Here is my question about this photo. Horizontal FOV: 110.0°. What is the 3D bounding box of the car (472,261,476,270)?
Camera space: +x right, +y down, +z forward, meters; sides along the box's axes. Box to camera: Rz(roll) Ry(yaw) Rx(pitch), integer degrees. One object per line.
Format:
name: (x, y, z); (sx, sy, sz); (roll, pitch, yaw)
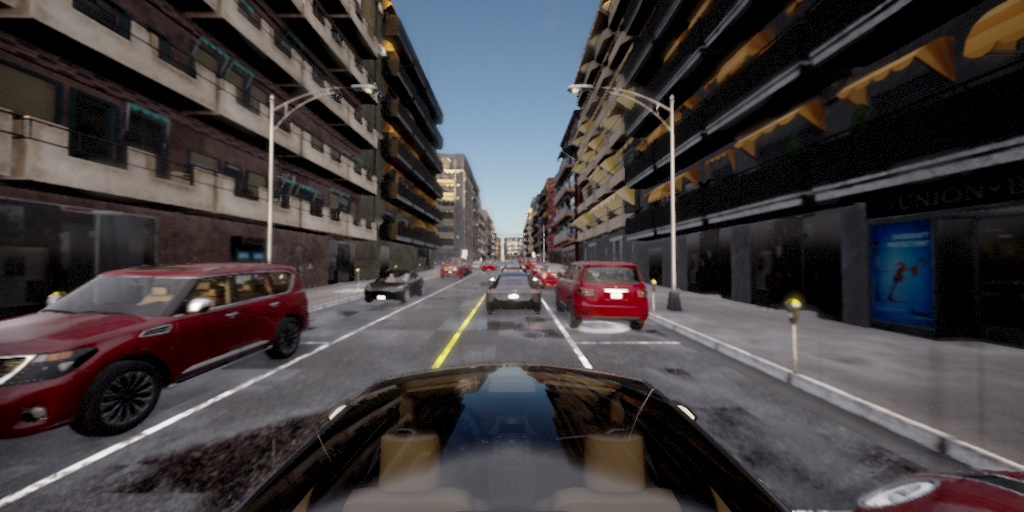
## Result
car: (-5.315, 1.317, 38.873); (1.888, 1.381, 4.507); (0, 0, 0)

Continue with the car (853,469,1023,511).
car: (2.576, 1.191, 0.100); (1.967, 1.591, 4.097); (0, 0, 0)

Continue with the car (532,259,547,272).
car: (2.534, 1.192, 22.224); (1.967, 1.591, 4.097); (0, 0, 0)

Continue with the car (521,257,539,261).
car: (2.533, 1.098, 44.348); (2.192, 1.841, 5.009); (0, 0, 0)

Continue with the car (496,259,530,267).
car: (0.066, 1.250, 28.732); (2.128, 1.511, 4.902); (0, 0, 0)

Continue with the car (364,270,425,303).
car: (-5.314, 1.314, 16.753); (1.948, 1.339, 4.313); (0, 0, 0)

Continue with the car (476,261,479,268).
car: (-5.315, 1.392, 55.466); (1.802, 1.307, 4.207); (0, 0, 0)

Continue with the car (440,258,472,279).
car: (-5.315, 1.078, 33.341); (2.192, 1.841, 5.009); (0, 0, 0)

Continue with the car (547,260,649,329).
car: (2.534, 1.062, 11.161); (2.192, 1.841, 5.009); (0, 0, 0)

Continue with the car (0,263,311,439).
car: (-5.314, 1.063, 5.690); (2.192, 1.841, 5.009); (0, 0, 0)

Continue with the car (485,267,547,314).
car: (0.068, 1.311, 13.862); (1.994, 1.385, 4.181); (0, 0, 0)

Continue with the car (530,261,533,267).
car: (2.533, 1.345, 33.286); (1.802, 1.307, 4.207); (0, 0, 0)

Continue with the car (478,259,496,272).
car: (-2.843, 1.387, 45.823); (1.895, 1.301, 4.718); (0, 0, 0)
